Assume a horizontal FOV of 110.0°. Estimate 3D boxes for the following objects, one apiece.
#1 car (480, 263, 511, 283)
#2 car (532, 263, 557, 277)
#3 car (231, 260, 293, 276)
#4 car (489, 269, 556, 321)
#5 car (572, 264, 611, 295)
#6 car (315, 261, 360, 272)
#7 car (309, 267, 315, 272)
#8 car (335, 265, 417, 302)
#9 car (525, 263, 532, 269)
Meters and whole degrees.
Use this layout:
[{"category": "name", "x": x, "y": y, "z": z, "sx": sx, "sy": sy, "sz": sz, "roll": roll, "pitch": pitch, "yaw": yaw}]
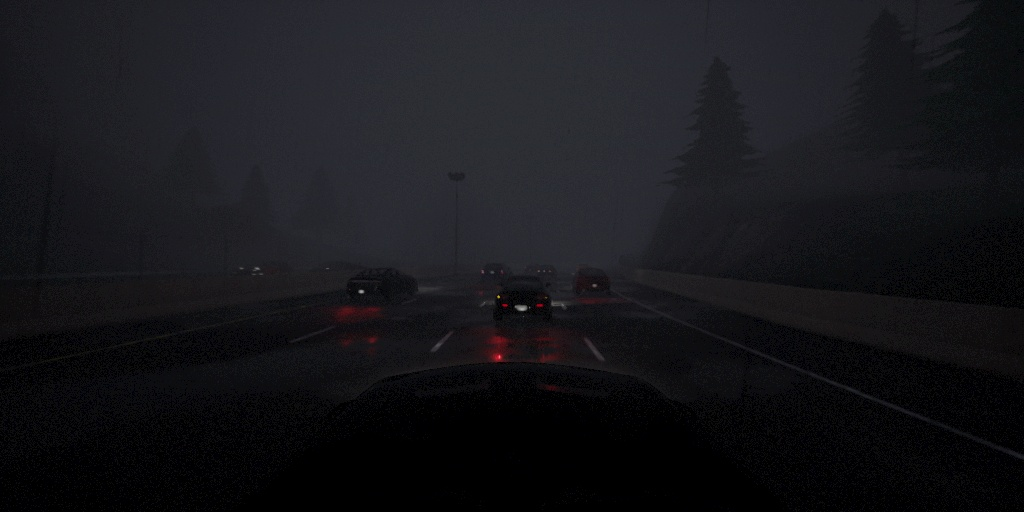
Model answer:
[{"category": "car", "x": -1.247, "y": 1.343, "z": 30.257, "sx": 2.097, "sy": 1.767, "sz": 4.553, "roll": 0, "pitch": -1, "yaw": 8}, {"category": "car", "x": 3.918, "y": 1.665, "z": 39.789, "sx": 2.033, "sy": 1.411, "sz": 5.357, "roll": 0, "pitch": -1, "yaw": 13}, {"category": "car", "x": -22.284, "y": 1.193, "z": 32.556, "sx": 2.097, "sy": 1.767, "sz": 4.553, "roll": 0, "pitch": 0, "yaw": 9}, {"category": "car", "x": 0.434, "y": 1.377, "z": 12.852, "sx": 1.812, "sy": 1.442, "sz": 4.674, "roll": 0, "pitch": 0, "yaw": 3}, {"category": "car", "x": 4.678, "y": 1.441, "z": 21.583, "sx": 1.882, "sy": 1.535, "sz": 5.008, "roll": 0, "pitch": 0, "yaw": 6}, {"category": "car", "x": -15.175, "y": 1.394, "z": 32.863, "sx": 2.128, "sy": 1.511, "sz": 4.902, "roll": 0, "pitch": -1, "yaw": 9}, {"category": "car", "x": -18.185, "y": 1.257, "z": 36.158, "sx": 2.097, "sy": 1.767, "sz": 4.553, "roll": 0, "pitch": 0, "yaw": 10}, {"category": "car", "x": -6.243, "y": 1.333, "z": 17.769, "sx": 2.128, "sy": 1.511, "sz": 4.902, "roll": 0, "pitch": 0, "yaw": 5}, {"category": "car", "x": 3.106, "y": 1.736, "z": 51.124, "sx": 1.812, "sy": 1.442, "sz": 4.674, "roll": 0, "pitch": 0, "yaw": 16}]
